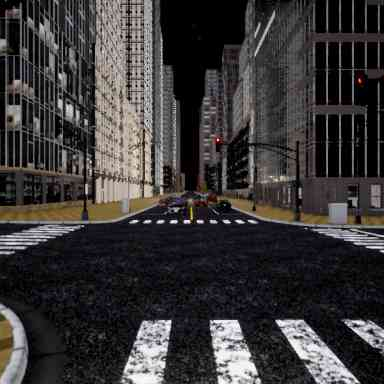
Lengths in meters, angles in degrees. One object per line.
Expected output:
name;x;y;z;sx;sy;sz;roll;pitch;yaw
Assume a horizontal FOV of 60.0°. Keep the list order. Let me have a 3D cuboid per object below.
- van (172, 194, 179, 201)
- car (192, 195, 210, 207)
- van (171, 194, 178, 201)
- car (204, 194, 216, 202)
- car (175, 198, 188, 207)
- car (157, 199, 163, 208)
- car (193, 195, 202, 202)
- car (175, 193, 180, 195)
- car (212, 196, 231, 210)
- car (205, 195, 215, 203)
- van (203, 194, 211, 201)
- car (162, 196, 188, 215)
van;-4.229;1.315;86.014;1.690;1.788;3.998;0;0;0
car;1.339;1.609;50.891;1.895;1.301;4.718;0;0;0
van;-4.203;1.321;80.487;1.690;1.788;3.998;0;0;0
car;3.755;1.313;63.940;2.192;1.841;5.009;0;0;0
car;-1.601;1.608;53.365;1.895;1.301;4.718;0;0;0
car;-4.048;1.592;47.321;1.802;1.307;4.206;0;0;0
car;1.158;1.488;73.285;1.837;1.490;4.892;0;0;0
car;-4.177;1.426;74.960;1.967;1.590;4.097;0;0;0
car;3.907;1.579;41.832;1.947;1.339;4.313;0;0;0
car;3.729;1.432;69.469;1.967;1.590;4.097;0;0;0
van;3.677;1.321;80.524;1.690;1.788;3.998;0;0;0
car;-1.527;1.508;33.766;2.128;1.511;4.902;0;0;-1
